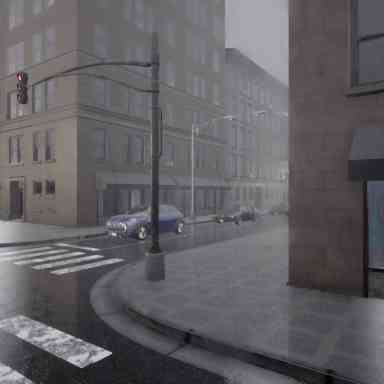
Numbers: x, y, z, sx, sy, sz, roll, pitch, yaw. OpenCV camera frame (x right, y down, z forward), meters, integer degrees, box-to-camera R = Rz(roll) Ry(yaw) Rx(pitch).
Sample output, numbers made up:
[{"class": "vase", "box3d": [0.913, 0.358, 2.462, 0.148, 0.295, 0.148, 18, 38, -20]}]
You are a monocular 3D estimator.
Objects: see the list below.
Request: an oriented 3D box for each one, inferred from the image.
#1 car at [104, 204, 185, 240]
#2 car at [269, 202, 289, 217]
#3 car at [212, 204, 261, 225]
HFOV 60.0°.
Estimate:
[{"class": "car", "box3d": [-2.384, 1.432, 17.574, 2.097, 1.767, 4.553, 0, 0, 35]}, {"class": "car", "box3d": [9.842, 1.743, 34.757, 2.033, 1.411, 5.357, 0, 0, 36]}, {"class": "car", "box3d": [3.653, 1.686, 26.075, 2.033, 1.411, 5.357, 0, 0, 35]}]
